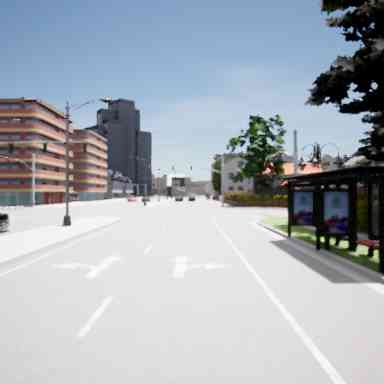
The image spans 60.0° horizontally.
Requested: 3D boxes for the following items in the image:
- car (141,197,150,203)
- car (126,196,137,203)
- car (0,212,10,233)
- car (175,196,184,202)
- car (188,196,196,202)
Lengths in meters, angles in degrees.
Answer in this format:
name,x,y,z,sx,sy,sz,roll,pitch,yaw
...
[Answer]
name,x,y,z,sx,sy,sz,roll,pitch,yaw
car,-11.516,1.880,82.539,2.033,1.411,5.357,0,0,0
car,-15.016,1.695,82.569,2.097,1.767,4.553,0,0,0
car,-11.546,1.549,17.294,1.882,1.535,5.008,0,-1,0
car,-3.518,1.888,88.725,2.128,1.511,4.902,0,0,0
car,-0.018,1.841,88.725,1.882,1.535,5.008,0,0,0
